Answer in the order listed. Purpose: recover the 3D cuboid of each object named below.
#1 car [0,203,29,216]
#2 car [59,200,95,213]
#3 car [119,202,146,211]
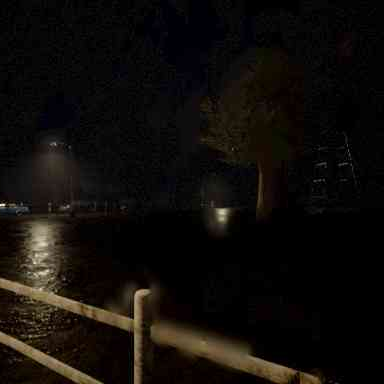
[{"bbox_3d":[-20.729,1.950,36.332,2.033,1.411,5.357,-2,-2,35],"label":"car"},{"bbox_3d":[-15.192,1.912,44.040,2.097,1.767,4.553,-2,-2,36],"label":"car"},{"bbox_3d":[-9.257,2.259,52.283,1.812,1.442,4.674,-2,-2,36],"label":"car"}]
